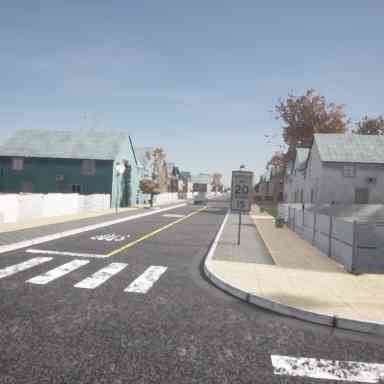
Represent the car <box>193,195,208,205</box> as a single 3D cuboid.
[{"bbox_3d":[1.375,1.198,50.750,1.837,1.490,4.892,3,1,8],"label":"car"}]
